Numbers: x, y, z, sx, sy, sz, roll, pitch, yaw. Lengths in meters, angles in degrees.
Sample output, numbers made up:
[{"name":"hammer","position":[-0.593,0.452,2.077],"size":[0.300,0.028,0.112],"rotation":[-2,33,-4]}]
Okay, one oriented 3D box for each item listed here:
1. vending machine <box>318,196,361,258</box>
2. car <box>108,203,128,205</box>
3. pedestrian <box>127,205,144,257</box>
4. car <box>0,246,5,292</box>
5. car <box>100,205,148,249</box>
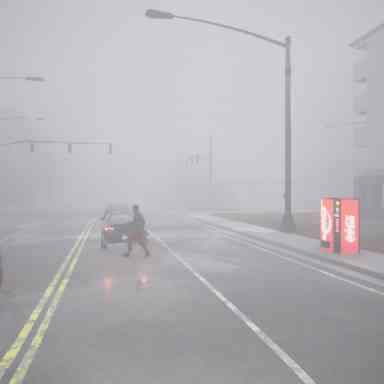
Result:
[{"name":"vending machine","position":[5.230,1.195,11.823],"size":[1.100,2.100,0.880],"rotation":[0,0,-14]},{"name":"car","position":[-5.250,1.478,23.414],"size":[1.882,1.535,5.008],"rotation":[0,0,-14]},{"name":"pedestrian","position":[-1.879,1.294,11.085],"size":[0.375,1.860,0.375],"rotation":[0,0,-14]},{"name":"car","position":[-4.446,1.477,4.876],"size":[1.882,1.535,5.008],"rotation":[0,0,-12]},{"name":"car","position":[-3.027,1.526,14.638],"size":[1.812,1.442,4.674],"rotation":[0,0,-14]}]
